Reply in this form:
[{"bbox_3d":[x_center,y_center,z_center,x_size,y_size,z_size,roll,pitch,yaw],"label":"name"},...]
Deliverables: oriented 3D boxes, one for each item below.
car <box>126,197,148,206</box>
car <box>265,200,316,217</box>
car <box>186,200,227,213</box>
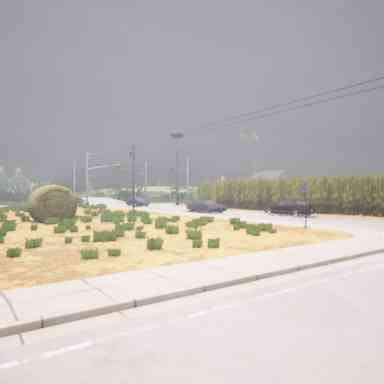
[{"bbox_3d":[-8.266,1.505,50.002,1.882,1.535,5.008,0,0,-33],"label":"car"},{"bbox_3d":[9.066,1.463,31.106,1.882,1.535,5.008,0,0,-35],"label":"car"},{"bbox_3d":[1.450,1.538,35.575,2.033,1.411,5.357,0,0,-35],"label":"car"}]
